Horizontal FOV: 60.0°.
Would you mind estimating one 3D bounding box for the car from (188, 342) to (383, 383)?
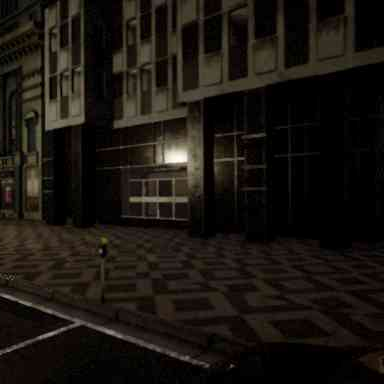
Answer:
[{"bbox_3d":[1.820,1.544,1.663,4.403,1.369,2.008,-1,0,35],"label":"car"}]
